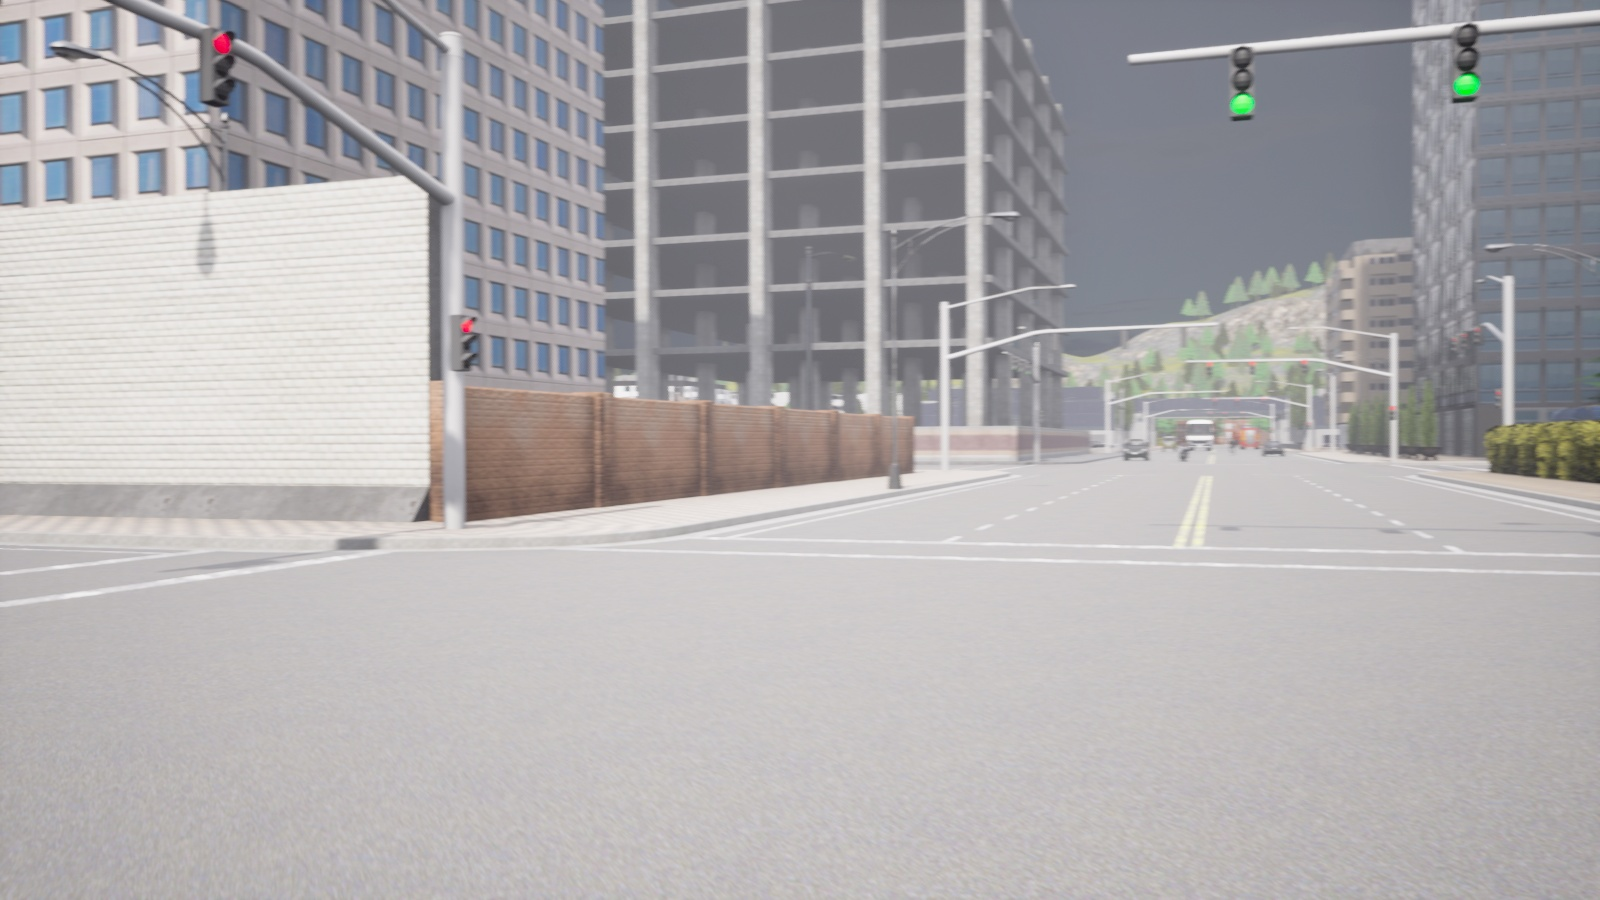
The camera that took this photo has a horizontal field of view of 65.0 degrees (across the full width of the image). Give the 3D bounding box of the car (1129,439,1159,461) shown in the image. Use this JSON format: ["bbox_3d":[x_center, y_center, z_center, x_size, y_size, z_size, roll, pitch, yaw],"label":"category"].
[{"bbox_3d":[25.474,-0.009,92.905,1.851,1.617,3.988,0,0,19],"label":"car"}]
